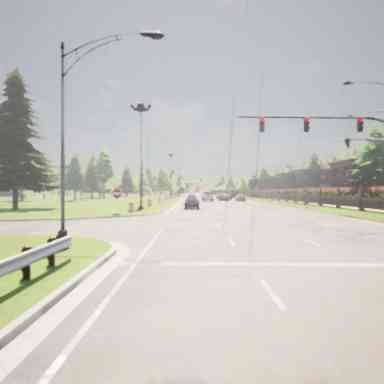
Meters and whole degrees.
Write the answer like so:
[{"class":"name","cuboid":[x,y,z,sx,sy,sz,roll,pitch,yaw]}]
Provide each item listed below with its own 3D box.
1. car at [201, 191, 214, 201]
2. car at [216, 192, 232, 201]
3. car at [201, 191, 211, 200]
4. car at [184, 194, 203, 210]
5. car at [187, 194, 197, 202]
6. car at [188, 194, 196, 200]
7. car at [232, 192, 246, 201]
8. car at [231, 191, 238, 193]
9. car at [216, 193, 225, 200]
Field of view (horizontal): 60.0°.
[{"class":"car","cuboid":[3.496,0.986,72.362,2.150,2.045,5.566,0,0,0]},{"class":"car","cuboid":[6.996,1.313,72.750,1.994,1.385,4.181,0,0,0]},{"class":"car","cuboid":[3.495,0.793,82.781,2.150,2.045,5.566,0,0,0]},{"class":"car","cuboid":[-0.002,1.359,41.720,2.128,1.511,4.902,0,0,0]},{"class":"car","cuboid":[-0.004,1.286,72.333,2.128,1.511,4.902,0,0,0]},{"class":"car","cuboid":[-0.005,1.108,82.752,2.033,1.411,5.357,0,0,0]},{"class":"car","cuboid":[10.496,1.239,72.333,1.882,1.535,5.008,0,0,0]},{"class":"car","cuboid":[10.495,0.794,82.782,2.150,2.045,5.566,0,0,0]},{"class":"car","cuboid":[6.995,1.046,82.752,1.882,1.535,5.008,0,0,0]}]
